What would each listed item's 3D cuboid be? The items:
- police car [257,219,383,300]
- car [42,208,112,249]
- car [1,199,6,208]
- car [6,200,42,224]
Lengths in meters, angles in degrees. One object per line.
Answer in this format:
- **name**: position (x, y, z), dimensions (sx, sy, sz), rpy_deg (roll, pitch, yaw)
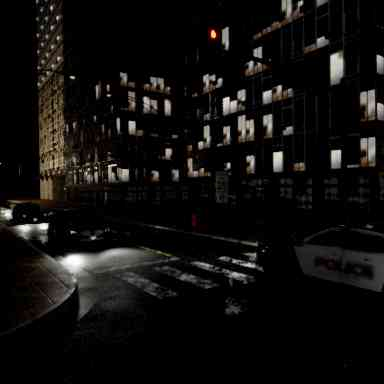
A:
- **police car**: position (3.632, 1.423, 7.555), dimensions (2.038, 1.542, 4.974), rpy_deg (-1, 1, -35)
- **car**: position (-5.080, 1.483, 14.693), dimensions (1.812, 1.442, 4.674), rpy_deg (-1, 1, -34)
- **car**: position (-24.606, 1.509, 42.533), dimensions (1.895, 1.301, 4.718), rpy_deg (-1, 1, -35)
- **car**: position (-12.190, 1.487, 24.779), dimensions (2.033, 1.411, 5.357), rpy_deg (-1, 1, -35)
